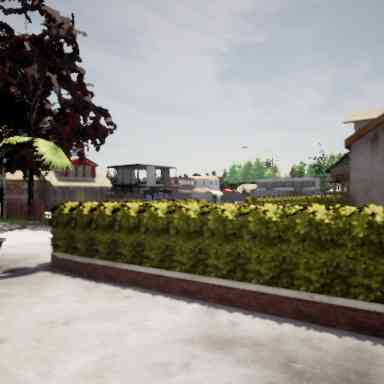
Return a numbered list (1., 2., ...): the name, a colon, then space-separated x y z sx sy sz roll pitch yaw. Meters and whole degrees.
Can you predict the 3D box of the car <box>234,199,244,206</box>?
1. car: 6.551 1.870 44.710 1.895 1.301 4.718 -1 -1 36
